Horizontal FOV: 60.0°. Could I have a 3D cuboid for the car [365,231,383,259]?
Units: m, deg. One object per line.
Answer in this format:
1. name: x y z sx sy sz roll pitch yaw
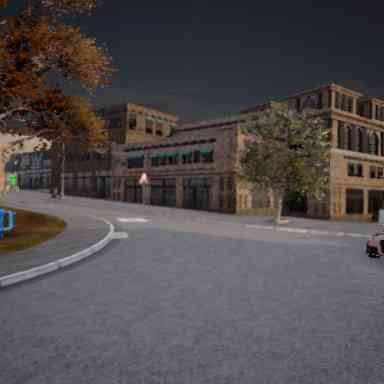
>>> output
1. car: 7.819 1.690 11.427 4.181 1.385 1.994 4 -1 -36
